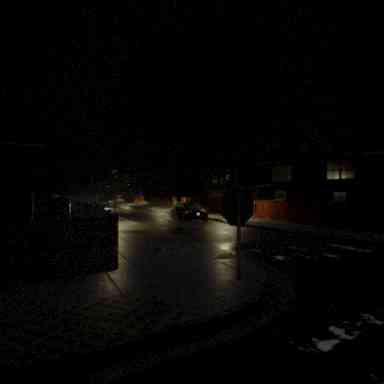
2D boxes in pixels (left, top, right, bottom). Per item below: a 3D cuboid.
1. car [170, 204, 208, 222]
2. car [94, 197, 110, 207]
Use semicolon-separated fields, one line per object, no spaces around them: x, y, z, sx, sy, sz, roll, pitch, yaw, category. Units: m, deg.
-0.313;1.639;26.963;1.994;1.385;4.181;1;0;-23;car
-13.900;1.546;51.387;2.128;1.511;4.902;1;0;-24;car
